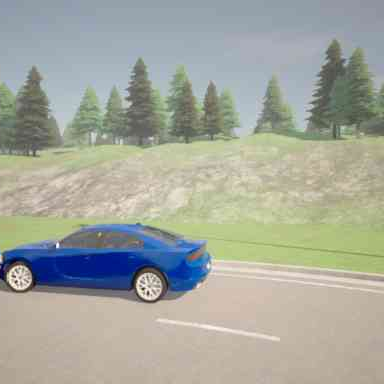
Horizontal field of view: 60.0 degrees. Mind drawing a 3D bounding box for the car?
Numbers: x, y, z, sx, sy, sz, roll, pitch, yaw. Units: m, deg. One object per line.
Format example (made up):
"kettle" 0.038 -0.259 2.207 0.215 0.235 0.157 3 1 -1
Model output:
"car" -2.052 1.477 7.907 5.008 1.535 1.882 0 0 13
